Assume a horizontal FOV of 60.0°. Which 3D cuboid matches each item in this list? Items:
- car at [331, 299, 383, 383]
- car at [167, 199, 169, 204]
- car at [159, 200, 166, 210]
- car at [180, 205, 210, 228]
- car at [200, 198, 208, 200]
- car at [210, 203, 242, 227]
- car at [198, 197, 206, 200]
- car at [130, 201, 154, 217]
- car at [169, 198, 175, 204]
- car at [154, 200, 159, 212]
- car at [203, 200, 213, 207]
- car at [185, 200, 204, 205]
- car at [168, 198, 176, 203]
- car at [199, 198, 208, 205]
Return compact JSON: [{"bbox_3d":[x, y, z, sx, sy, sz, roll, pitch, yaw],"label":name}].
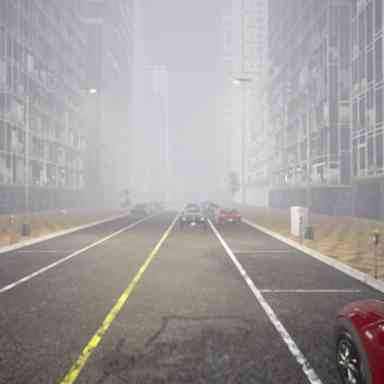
[{"bbox_3d":[2.690,1.469,2.553,1.967,1.590,4.097,0,-1,0],"label":"car"},{"bbox_3d":[-5.711,2.163,59.478,1.947,1.339,4.313,0,-1,0],"label":"car"},{"bbox_3d":[-5.708,2.088,53.786,1.887,1.381,4.507,0,-1,0],"label":"car"},{"bbox_3d":[0.090,1.859,24.414,1.895,1.301,4.718,0,-1,0],"label":"car"},{"bbox_3d":[2.672,2.110,53.781,1.947,1.339,4.313,0,-1,0],"label":"car"},{"bbox_3d":[2.682,1.813,25.321,1.887,1.381,4.507,0,-1,0],"label":"car"},{"bbox_3d":[2.668,2.216,65.165,1.947,1.339,4.313,0,-1,0],"label":"car"},{"bbox_3d":[-5.702,1.925,36.709,1.887,1.381,4.507,0,-1,0],"label":"car"},{"bbox_3d":[-5.721,2.375,87.771,1.752,1.417,4.829,0,0,0],"label":"car"},{"bbox_3d":[-5.705,2.017,42.402,1.802,1.307,4.206,0,-1,0],"label":"car"},{"bbox_3d":[2.676,2.001,42.397,1.947,1.339,4.313,0,-1,0],"label":"car"},{"bbox_3d":[0.084,1.992,41.676,1.994,1.385,4.181,0,-1,0],"label":"car"},{"bbox_3d":[-5.723,2.451,93.634,2.008,1.369,4.403,0,0,0],"label":"car"},{"bbox_3d":[2.664,2.193,76.551,1.967,1.590,4.097,0,-1,0],"label":"car"}]
